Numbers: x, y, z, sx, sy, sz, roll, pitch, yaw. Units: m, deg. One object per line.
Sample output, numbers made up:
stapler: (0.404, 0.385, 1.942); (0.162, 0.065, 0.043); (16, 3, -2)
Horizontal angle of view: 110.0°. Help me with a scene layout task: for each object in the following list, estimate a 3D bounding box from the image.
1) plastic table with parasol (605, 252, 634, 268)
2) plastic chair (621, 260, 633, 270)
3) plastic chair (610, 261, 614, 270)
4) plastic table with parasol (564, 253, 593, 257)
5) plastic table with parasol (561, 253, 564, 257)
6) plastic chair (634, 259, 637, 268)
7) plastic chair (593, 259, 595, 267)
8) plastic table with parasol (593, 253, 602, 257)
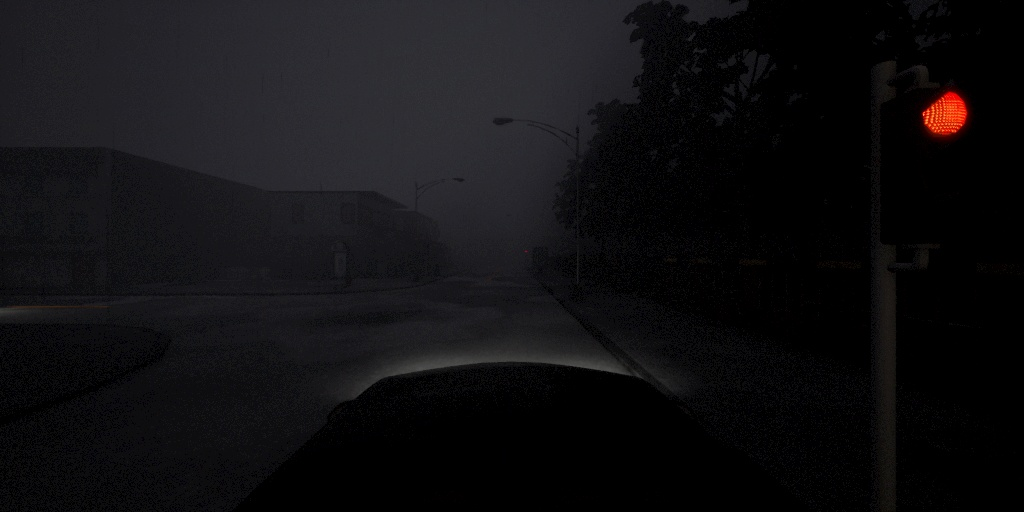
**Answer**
plastic table with parasol: (15.306, 0.694, 51.217); (2.482, 2.480, 2.482); (0, 0, -40)
plastic chair: (16.038, 1.296, 50.218); (0.750, 1.272, 0.730); (0, 0, -40)
plastic chair: (14.332, 1.306, 50.316); (0.730, 1.272, 0.750); (0, 0, -35)
plastic table with parasol: (9.987, 0.684, 53.957); (2.482, 2.480, 2.482); (0, 0, -40)
plastic table with parasol: (10.700, 0.705, 62.399); (2.482, 2.480, 2.482); (0, 0, -40)
plastic chair: (18.661, 1.161, 54.665); (0.750, 1.272, 0.730); (0, 0, -39)
plastic chair: (13.734, 1.304, 58.543); (0.730, 1.272, 0.750); (0, 0, -35)
plastic table with parasol: (14.686, 0.673, 59.431); (2.482, 2.480, 2.482); (0, 0, -42)
